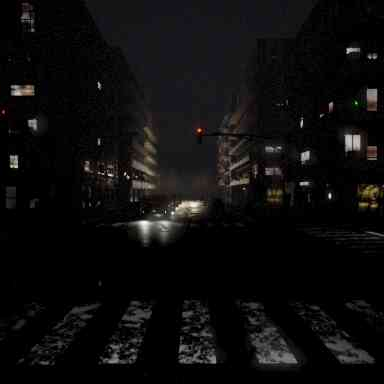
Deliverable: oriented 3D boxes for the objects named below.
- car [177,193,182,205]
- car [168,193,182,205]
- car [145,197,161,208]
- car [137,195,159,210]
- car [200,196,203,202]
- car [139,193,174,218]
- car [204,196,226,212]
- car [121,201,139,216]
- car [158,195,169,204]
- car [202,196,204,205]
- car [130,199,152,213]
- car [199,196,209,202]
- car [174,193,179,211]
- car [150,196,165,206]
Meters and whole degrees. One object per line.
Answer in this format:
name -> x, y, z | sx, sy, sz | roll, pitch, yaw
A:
car -> -3.049, 1.367, 50.016 | 2.097, 1.767, 4.553 | 0, 0, 0
car -> -2.994, 1.243, 60.575 | 2.150, 2.045, 5.566 | 0, 0, 0
car -> -5.652, 1.540, 49.109 | 1.752, 1.417, 4.829 | 0, 0, 0
car -> -5.656, 1.326, 43.597 | 2.192, 1.841, 5.009 | 0, 0, 0
car -> 2.734, 1.600, 54.957 | 1.802, 1.307, 4.206 | 0, 0, 0
car -> -3.094, 1.228, 30.205 | 2.150, 2.045, 5.566 | 0, 0, 1
car -> 2.720, 1.449, 37.910 | 1.967, 1.590, 4.097 | 0, 0, 0
car -> -5.665, 1.573, 32.232 | 1.947, 1.339, 4.313 | 0, 0, 0
car -> -5.638, 1.466, 66.327 | 1.967, 1.590, 4.097 | 0, 0, 0
car -> 2.724, 1.452, 43.592 | 1.967, 1.590, 4.097 | 0, 0, 0
car -> -5.660, 1.534, 37.745 | 1.752, 1.417, 4.829 | 0, 0, 0
car -> 2.751, 1.586, 77.687 | 2.008, 1.369, 4.403 | 0, 0, 0
car -> -3.065, 1.362, 40.117 | 2.097, 1.767, 4.553 | 0, 0, 0
car -> -5.647, 1.458, 54.962 | 1.967, 1.590, 4.097 | 0, 0, 0
